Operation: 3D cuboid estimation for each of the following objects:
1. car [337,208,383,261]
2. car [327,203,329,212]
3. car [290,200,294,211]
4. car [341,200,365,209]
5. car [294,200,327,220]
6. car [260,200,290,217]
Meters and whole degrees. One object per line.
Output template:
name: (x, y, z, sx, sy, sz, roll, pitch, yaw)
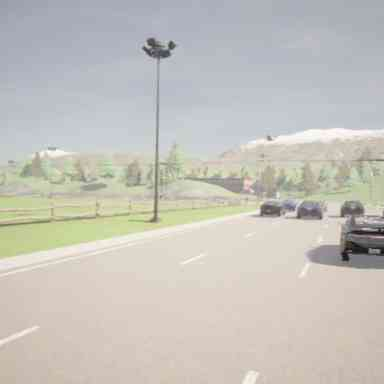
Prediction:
car: (6.508, 1.592, 12.252, 2.128, 1.511, 4.902, 1, 0, 24)
car: (15.450, 1.762, 40.422, 1.812, 1.442, 4.674, 1, 0, 24)
car: (12.276, 1.704, 41.874, 1.812, 1.442, 4.674, 1, 0, 24)
car: (16.336, 1.609, 33.865, 2.097, 1.767, 4.553, 1, 0, 25)
car: (10.933, 1.516, 30.448, 2.097, 1.767, 4.553, 1, 0, 24)
car: (8.010, 1.588, 32.471, 1.882, 1.535, 5.008, 1, 0, 24)
